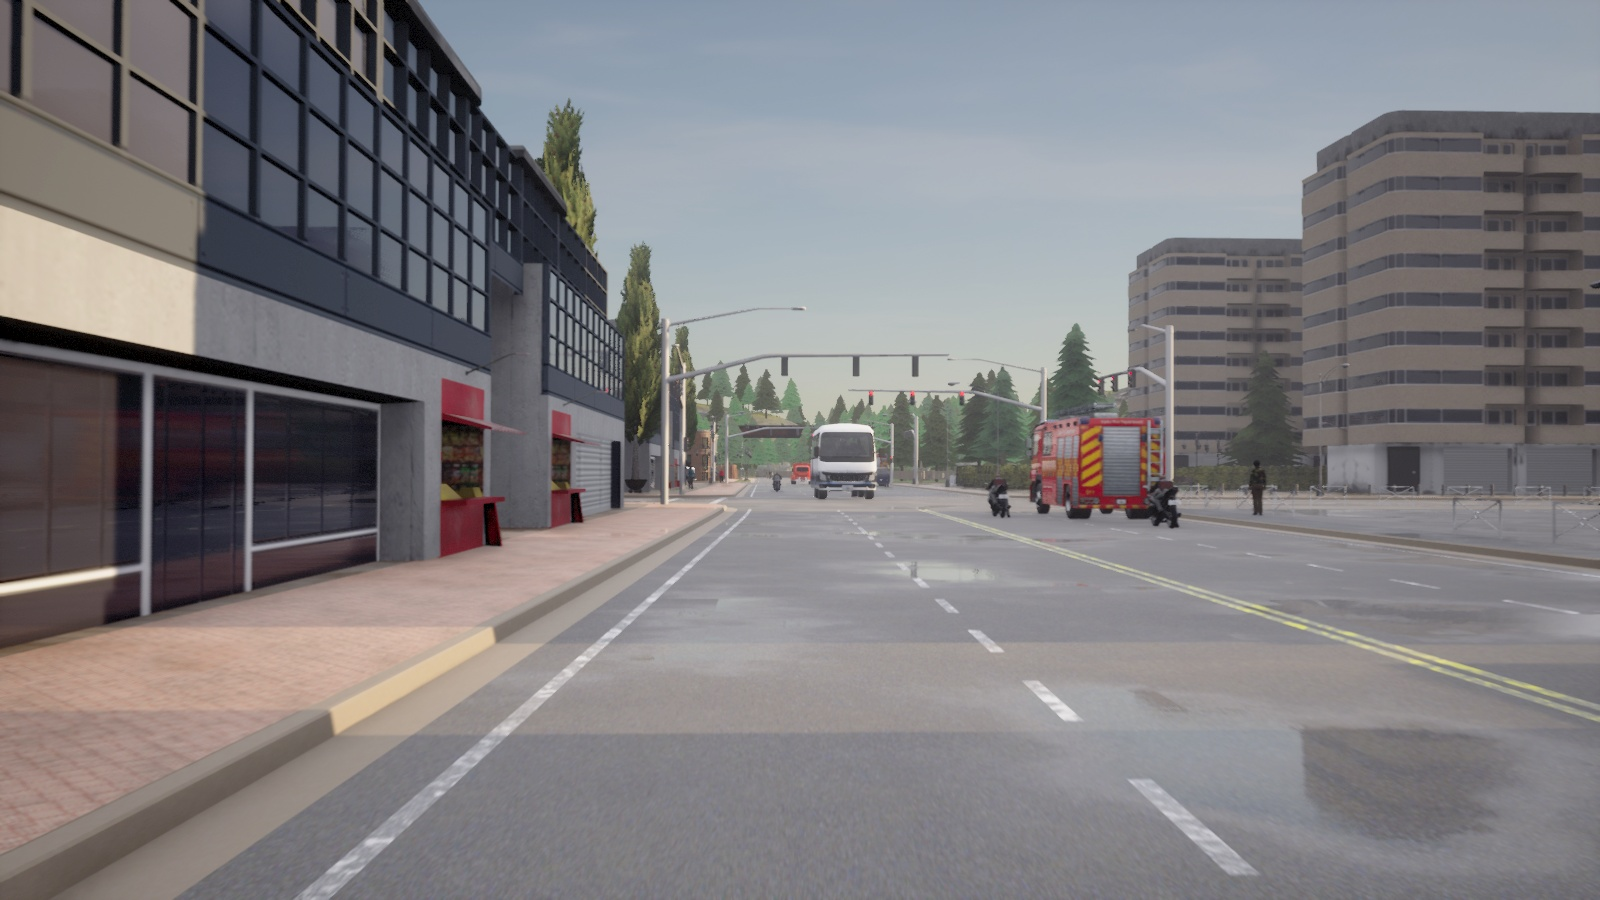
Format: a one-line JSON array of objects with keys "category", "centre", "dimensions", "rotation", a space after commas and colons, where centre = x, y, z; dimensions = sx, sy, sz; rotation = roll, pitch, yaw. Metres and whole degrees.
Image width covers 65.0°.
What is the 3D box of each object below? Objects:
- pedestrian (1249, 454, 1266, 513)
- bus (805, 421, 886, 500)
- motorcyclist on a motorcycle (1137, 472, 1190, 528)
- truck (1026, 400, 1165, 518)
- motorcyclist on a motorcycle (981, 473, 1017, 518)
[{"category": "pedestrian", "centre": [15.237, 1.113, 41.850], "dimensions": [0.395, 1.930, 0.692], "rotation": [0, -1, 9]}, {"category": "bus", "centre": [2.462, 0.646, 72.764], "dimensions": [3.944, 4.253, 10.273], "rotation": [0, -1, -2]}, {"category": "motorcyclist on a motorcycle", "centre": [10.412, 1.411, 36.011], "dimensions": [0.866, 1.530, 2.191], "rotation": [0, -1, 0]}, {"category": "truck", "centre": [10.351, 0.362, 45.002], "dimensions": [2.891, 3.827, 8.468], "rotation": [0, -1, -1]}, {"category": "motorcyclist on a motorcycle", "centre": [6.874, 1.550, 43.475], "dimensions": [0.866, 1.530, 2.191], "rotation": [0, -1, 0]}]
